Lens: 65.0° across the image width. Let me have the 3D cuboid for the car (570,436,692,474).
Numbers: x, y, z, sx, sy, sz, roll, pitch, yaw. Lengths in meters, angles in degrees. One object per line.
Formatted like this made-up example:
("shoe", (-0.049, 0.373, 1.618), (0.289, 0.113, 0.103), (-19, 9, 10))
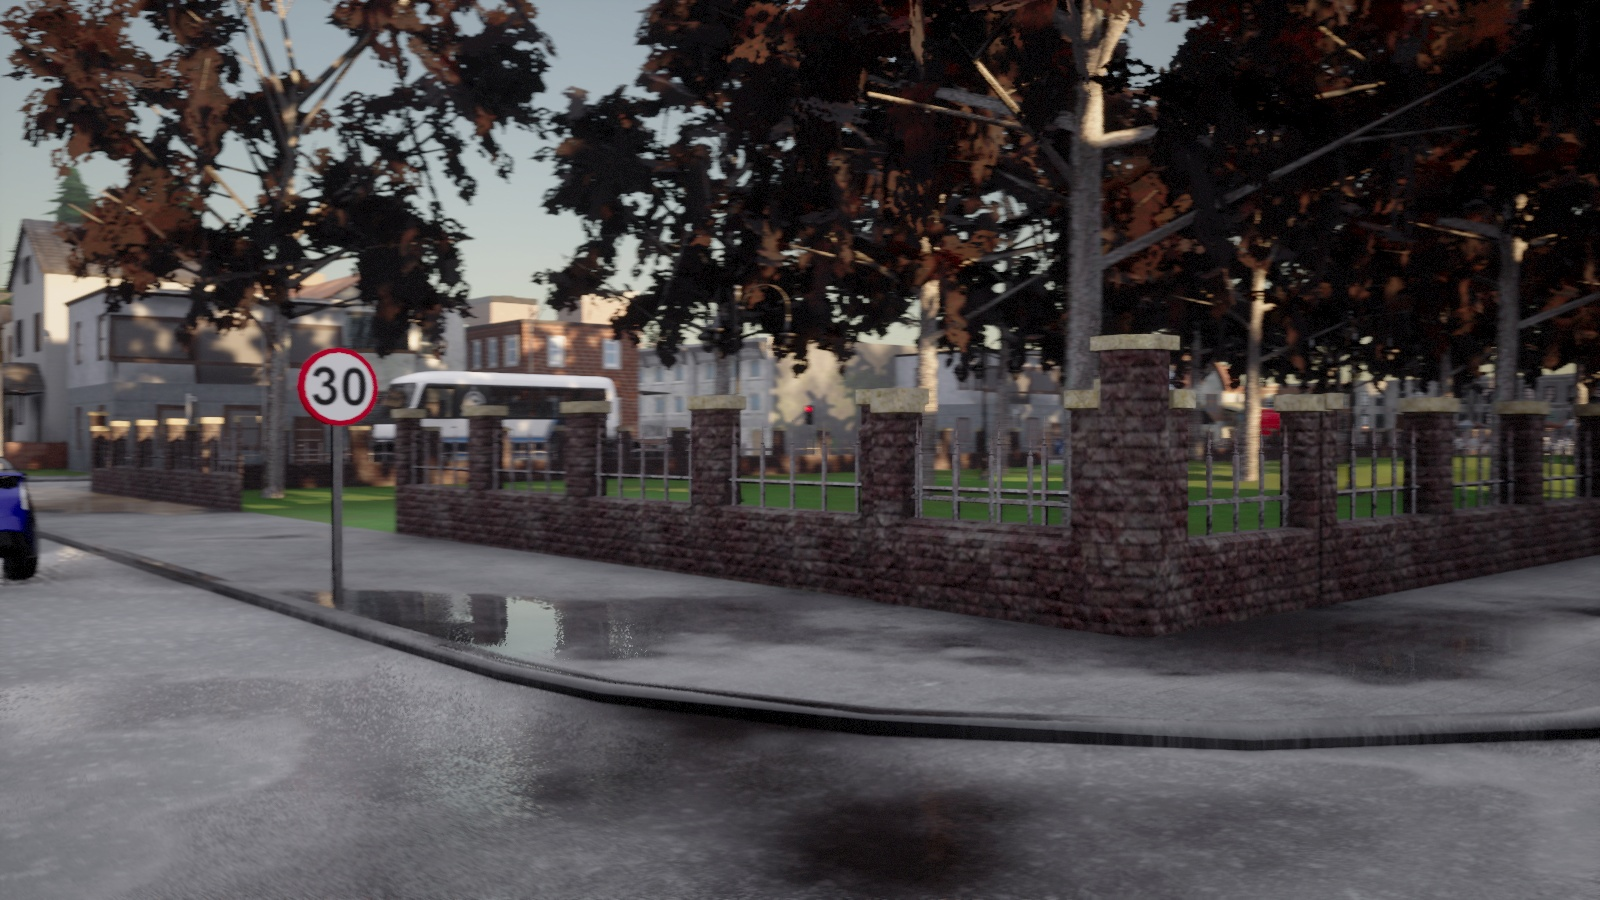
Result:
("car", (-7.060, 0.189, 52.741), (4.892, 1.490, 1.837), (0, 1, -43))

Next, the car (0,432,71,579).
("car", (-10.116, 0.556, 14.595), (2.007, 1.525, 4.514), (0, 1, -41))

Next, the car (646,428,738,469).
("car", (-5.062, -0.085, 59.194), (3.866, 1.878, 1.905), (0, 1, -34))

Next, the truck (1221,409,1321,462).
("truck", (32.278, -0.985, 85.912), (7.936, 3.462, 2.891), (0, 1, -40))

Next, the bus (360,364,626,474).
("bus", (-12.820, -1.227, 53.241), (10.273, 4.253, 3.944), (0, 1, -40))

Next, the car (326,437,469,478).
("car", (-14.767, 0.247, 46.222), (4.674, 1.442, 1.812), (0, 1, -43))
